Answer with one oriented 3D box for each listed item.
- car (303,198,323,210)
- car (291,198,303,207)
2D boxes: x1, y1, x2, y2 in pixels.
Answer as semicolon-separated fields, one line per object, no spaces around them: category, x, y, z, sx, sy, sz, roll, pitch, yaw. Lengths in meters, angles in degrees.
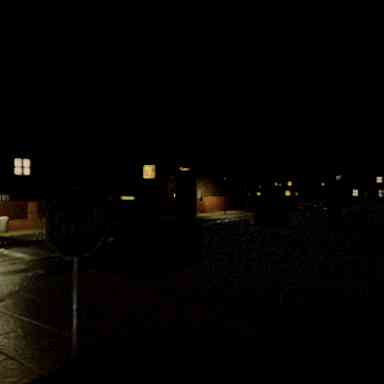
car;16.361;1.741;44.658;1.994;1.385;4.181;1;0;16
car;17.797;1.716;54.577;1.812;1.442;4.674;1;0;2
